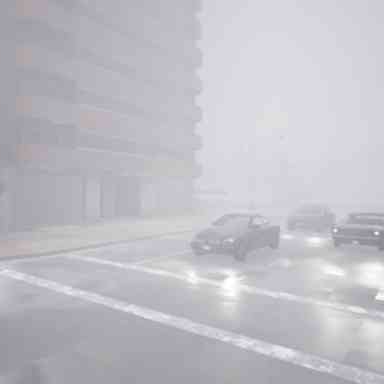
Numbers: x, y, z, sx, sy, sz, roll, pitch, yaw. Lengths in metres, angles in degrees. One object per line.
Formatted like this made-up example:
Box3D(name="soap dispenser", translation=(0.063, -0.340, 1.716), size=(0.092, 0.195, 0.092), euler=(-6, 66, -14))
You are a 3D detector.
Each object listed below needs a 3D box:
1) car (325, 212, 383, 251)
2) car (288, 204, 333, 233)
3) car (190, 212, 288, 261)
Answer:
Box3D(name="car", translation=(7.495, 1.600, 14.438), size=(1.895, 1.301, 4.718), euler=(0, 0, 36))
Box3D(name="car", translation=(7.203, 1.503, 19.974), size=(1.837, 1.490, 4.892), euler=(0, 0, 36))
Box3D(name="car", translation=(1.829, 1.524, 12.584), size=(1.812, 1.442, 4.674), euler=(0, 0, 36))
